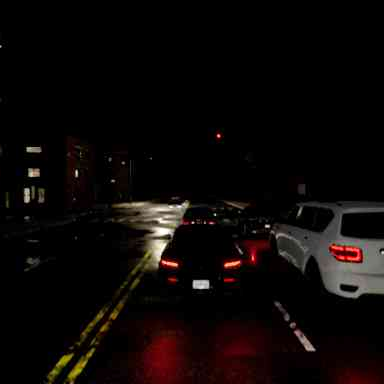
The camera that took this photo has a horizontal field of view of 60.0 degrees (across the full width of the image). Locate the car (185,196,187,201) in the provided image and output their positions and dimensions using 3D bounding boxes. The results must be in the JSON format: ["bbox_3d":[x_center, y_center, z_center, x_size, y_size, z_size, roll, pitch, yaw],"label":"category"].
[{"bbox_3d":[-2.360,1.399,68.342,2.128,1.511,4.902,0,0,1],"label":"car"}]

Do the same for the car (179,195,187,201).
[{"bbox_3d":[-2.194,1.435,82.156,1.994,1.385,4.181,0,0,1],"label":"car"}]

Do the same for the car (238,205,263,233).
[{"bbox_3d":[3.606,1.451,18.079,1.882,1.535,5.008,0,0,2],"label":"car"}]

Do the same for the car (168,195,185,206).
[{"bbox_3d":[-2.615,1.491,52.607,1.994,1.385,4.181,0,0,1],"label":"car"}]

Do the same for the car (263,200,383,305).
[{"bbox_3d":[3.463,1.210,8.160,2.150,2.045,5.566,0,0,1],"label":"car"}]

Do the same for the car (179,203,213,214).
[{"bbox_3d":[0.355,1.522,17.941,2.033,1.411,5.357,0,0,1],"label":"car"}]

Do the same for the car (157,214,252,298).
[{"bbox_3d":[0.217,1.514,8.361,1.812,1.442,4.674,0,0,1],"label":"car"}]
